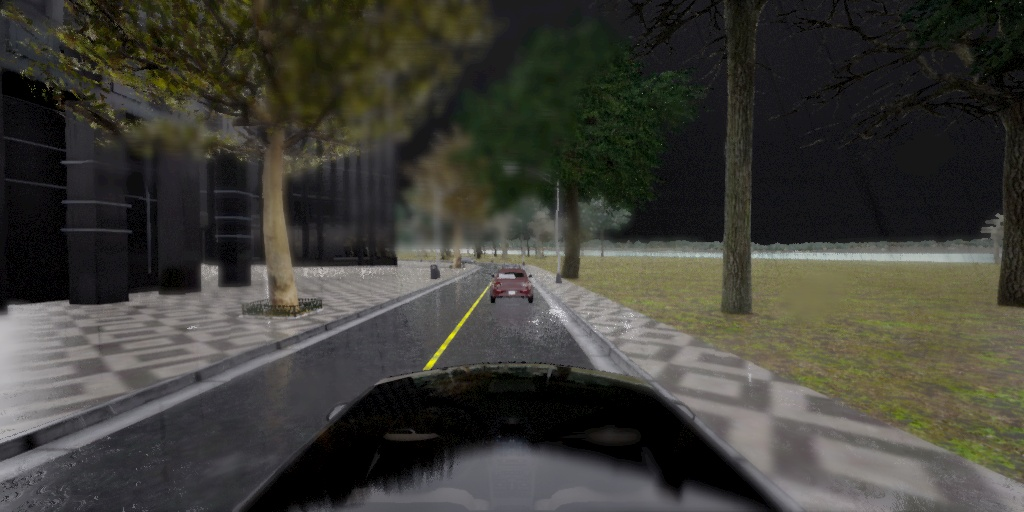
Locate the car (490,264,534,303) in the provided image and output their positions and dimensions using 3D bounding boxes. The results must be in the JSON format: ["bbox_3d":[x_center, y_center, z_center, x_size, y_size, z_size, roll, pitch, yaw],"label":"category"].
[{"bbox_3d":[-0.010,1.280,16.506,1.812,1.442,4.674,0,0,0],"label":"car"}]

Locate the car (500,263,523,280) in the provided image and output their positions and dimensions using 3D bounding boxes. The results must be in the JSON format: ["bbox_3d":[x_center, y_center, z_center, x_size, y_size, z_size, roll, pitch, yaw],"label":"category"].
[{"bbox_3d":[-0.044,1.326,31.538,1.895,1.301,4.718,0,0,0],"label":"car"}]
